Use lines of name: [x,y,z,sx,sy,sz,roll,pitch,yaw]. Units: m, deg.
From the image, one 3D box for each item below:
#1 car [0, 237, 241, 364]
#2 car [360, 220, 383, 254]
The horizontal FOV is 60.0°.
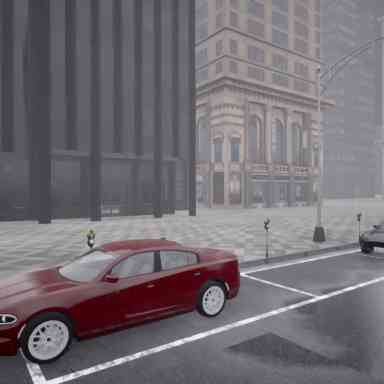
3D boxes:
car: [-1.155,1.544,5.830,4.507,1.381,1.887,0,0,-36]
car: [8.022,1.564,12.391,4.313,1.339,1.947,0,0,-36]
